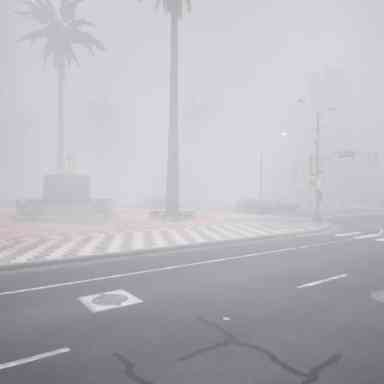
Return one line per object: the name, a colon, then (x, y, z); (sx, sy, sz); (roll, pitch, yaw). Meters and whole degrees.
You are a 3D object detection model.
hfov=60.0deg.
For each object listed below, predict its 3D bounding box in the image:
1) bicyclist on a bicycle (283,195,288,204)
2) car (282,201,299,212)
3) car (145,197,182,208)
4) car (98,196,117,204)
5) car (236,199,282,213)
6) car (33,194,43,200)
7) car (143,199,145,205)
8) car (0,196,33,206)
bicyclist on a bicycle: (15.278, 1.300, 54.491); (0.582, 1.620, 1.656); (0, 0, 42)
car: (9.963, 1.600, 38.476); (1.895, 1.301, 4.718); (0, 0, -39)
car: (-3.588, 1.526, 45.518); (4.674, 1.442, 1.812); (0, 0, 25)
car: (-15.835, 1.491, 59.127); (4.902, 1.511, 2.128); (0, 0, 2)
car: (7.034, 1.504, 36.527); (1.837, 1.490, 4.892); (0, 0, -39)
car: (-19.816, 1.346, 48.743); (5.357, 1.411, 2.033); (0, 0, -4)
car: (-4.988, 1.504, 49.868); (4.892, 1.490, 1.837); (0, -1, 19)
car: (-28.646, 1.505, 54.335); (4.892, 1.490, 1.837); (0, 0, -14)
